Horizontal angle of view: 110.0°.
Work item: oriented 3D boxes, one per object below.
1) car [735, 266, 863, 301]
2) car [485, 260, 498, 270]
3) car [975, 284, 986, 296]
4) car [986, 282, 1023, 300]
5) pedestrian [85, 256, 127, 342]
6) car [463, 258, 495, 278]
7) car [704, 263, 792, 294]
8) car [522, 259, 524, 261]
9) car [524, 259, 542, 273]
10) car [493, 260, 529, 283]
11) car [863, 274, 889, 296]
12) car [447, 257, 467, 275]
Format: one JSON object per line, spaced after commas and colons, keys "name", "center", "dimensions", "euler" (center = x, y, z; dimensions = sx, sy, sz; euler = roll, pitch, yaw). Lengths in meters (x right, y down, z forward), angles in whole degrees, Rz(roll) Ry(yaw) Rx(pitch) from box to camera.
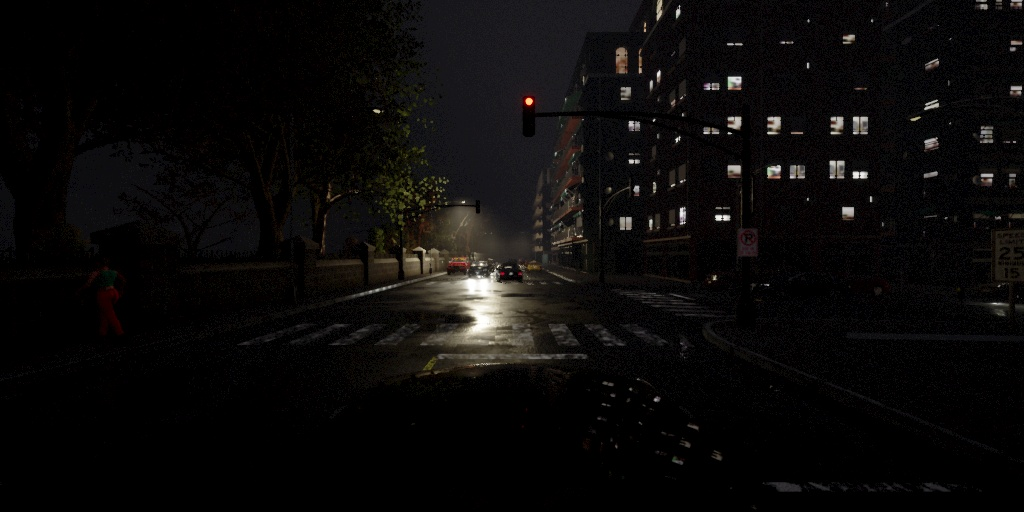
{"name": "car", "center": [15.347, 1.540, 19.388], "dimensions": [4.902, 1.511, 2.128], "euler": [1, 0, 0]}
{"name": "car", "center": [-3.029, 1.290, 53.865], "dimensions": [1.812, 1.442, 4.674], "euler": [0, 0, 0]}
{"name": "car", "center": [31.538, 1.857, 22.013], "dimensions": [4.829, 1.417, 1.751], "euler": [0, 0, 0]}
{"name": "car", "center": [29.469, 1.653, 19.411], "dimensions": [4.553, 1.767, 2.097], "euler": [1, 0, 0]}
{"name": "pedestrian", "center": [-8.840, 0.891, 7.814], "dimensions": [0.375, 1.860, 0.375], "euler": [0, 0, 0]}
{"name": "car", "center": [-3.063, 1.245, 34.348], "dimensions": [2.128, 1.511, 4.902], "euler": [0, 0, 0]}
{"name": "car", "center": [14.622, 1.338, 21.981], "dimensions": [5.009, 1.841, 2.192], "euler": [0, 0, 0]}
{"name": "car", "center": [2.747, 1.307, 49.651], "dimensions": [1.888, 1.381, 4.507], "euler": [0, 0, 0]}
{"name": "car", "center": [2.741, 1.283, 44.286], "dimensions": [1.751, 1.417, 4.829], "euler": [0, 0, 0]}
{"name": "car", "center": [-0.201, 1.298, 27.686], "dimensions": [2.033, 1.411, 5.357], "euler": [0, 0, -4]}
{"name": "car", "center": [20.316, 1.671, 21.992], "dimensions": [4.507, 1.381, 1.888], "euler": [0, 0, 0]}
{"name": "car", "center": [-5.646, 1.070, 38.590], "dimensions": [2.192, 1.841, 5.009], "euler": [0, 0, 0]}
